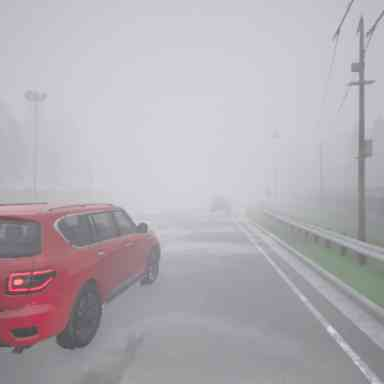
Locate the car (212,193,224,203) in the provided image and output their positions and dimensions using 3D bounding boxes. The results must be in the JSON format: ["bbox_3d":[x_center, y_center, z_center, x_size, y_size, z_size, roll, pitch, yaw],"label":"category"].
[{"bbox_3d":[5.687,1.259,72.672,2.150,2.045,5.566,0,0,10],"label":"car"}]

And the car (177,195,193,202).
[{"bbox_3d":[-1.213,1.551,73.853,2.128,1.511,4.902,0,0,10],"label":"car"}]

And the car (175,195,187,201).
[{"bbox_3d":[-2.857,1.410,84.722,2.033,1.411,5.357,0,0,10],"label":"car"}]

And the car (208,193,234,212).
[{"bbox_3d":[3.426,1.375,38.761,2.097,1.767,4.553,0,0,9],"label":"car"}]

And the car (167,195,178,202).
[{"bbox_3d":[-4.660,1.500,74.459,1.882,1.535,5.008,0,0,10],"label":"car"}]

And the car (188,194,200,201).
[{"bbox_3d":[0.590,1.399,84.116,2.128,1.511,4.902,0,0,10],"label":"car"}]

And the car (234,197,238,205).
[{"bbox_3d":[7.357,1.586,61.373,2.033,1.411,5.357,0,0,10],"label":"car"}]

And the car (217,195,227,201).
[{"bbox_3d":[7.485,1.407,82.905,2.128,1.511,4.902,0,0,10],"label":"car"}]

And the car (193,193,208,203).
[{"bbox_3d":[2.240,1.255,73.278,2.150,2.045,5.566,0,0,10],"label":"car"}]

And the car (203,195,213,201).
[{"bbox_3d":[4.037,1.402,83.511,1.812,1.442,4.674,0,0,10],"label":"car"}]

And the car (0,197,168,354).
[{"bbox_3d":[-2.275,1.222,6.527,2.150,2.045,5.566,0,0,10],"label":"car"}]
